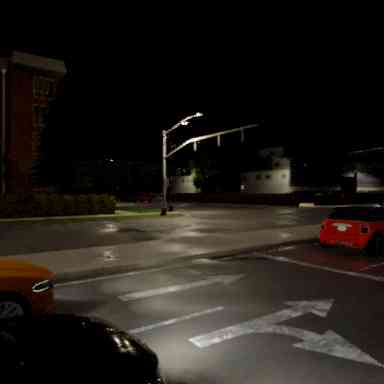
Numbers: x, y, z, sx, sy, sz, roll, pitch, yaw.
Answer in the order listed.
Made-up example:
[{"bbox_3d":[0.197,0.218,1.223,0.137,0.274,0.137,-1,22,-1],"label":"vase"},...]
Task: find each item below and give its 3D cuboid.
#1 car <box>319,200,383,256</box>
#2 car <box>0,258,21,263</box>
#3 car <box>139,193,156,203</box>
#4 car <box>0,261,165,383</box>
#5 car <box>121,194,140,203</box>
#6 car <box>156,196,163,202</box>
[{"bbox_3d":[7.195,1.353,13.469,4.553,1.767,2.097,0,0,-37],"label":"car"},{"bbox_3d":[-4.645,1.479,4.755,5.008,1.535,1.882,0,0,-36],"label":"car"},{"bbox_3d":[-10.594,1.237,71.798,2.150,2.045,5.566,0,0,-34],"label":"car"},{"bbox_3d":[-2.449,1.504,2.022,4.892,1.490,1.837,1,0,-36],"label":"car"},{"bbox_3d":[-13.323,1.565,69.608,1.994,1.385,4.181,0,0,-34],"label":"car"},{"bbox_3d":[-7.493,1.536,73.466,1.812,1.442,4.674,0,0,-34],"label":"car"}]
